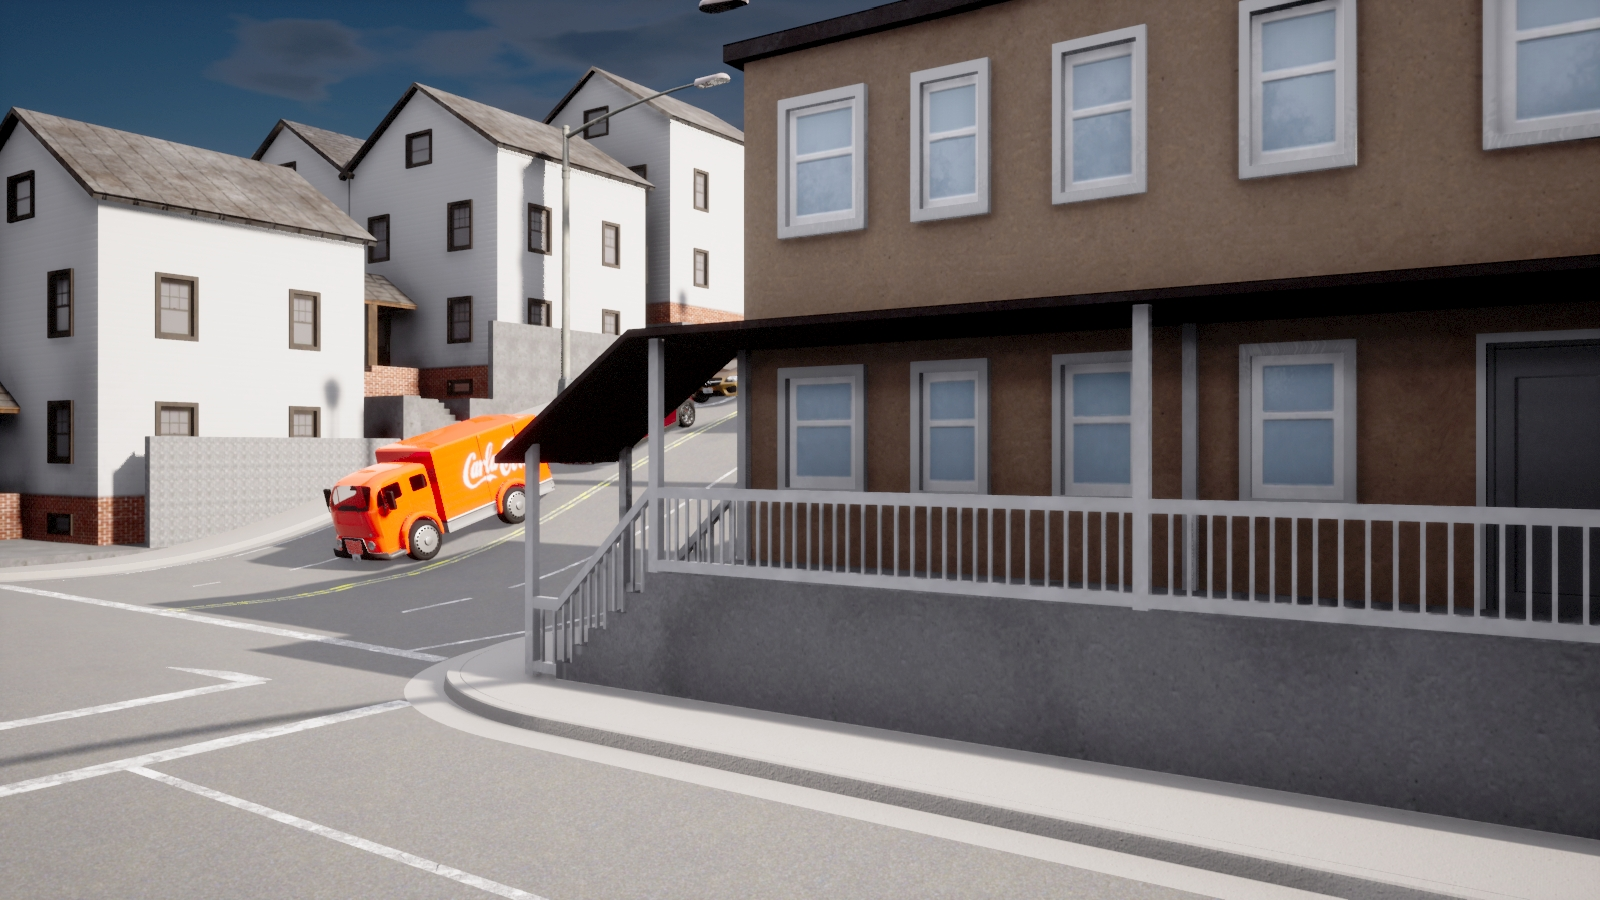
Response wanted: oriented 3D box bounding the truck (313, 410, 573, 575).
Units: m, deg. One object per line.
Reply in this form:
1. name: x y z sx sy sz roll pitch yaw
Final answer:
1. truck: -8.532 0.881 27.907 2.627 2.467 5.204 0 16 34

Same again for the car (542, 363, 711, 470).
1. car: -4.941 -1.040 33.205 2.097 1.767 4.553 0 19 34
